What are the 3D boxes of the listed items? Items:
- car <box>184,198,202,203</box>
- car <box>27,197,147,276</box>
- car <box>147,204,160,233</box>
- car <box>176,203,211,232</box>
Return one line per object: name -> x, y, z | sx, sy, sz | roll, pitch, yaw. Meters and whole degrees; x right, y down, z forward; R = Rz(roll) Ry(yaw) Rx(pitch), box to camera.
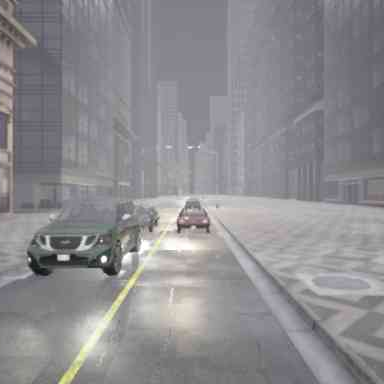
car -> 0.106, 1.453, 40.362 | 1.837, 1.490, 4.892 | 0, 1, 0
car -> -3.028, 1.211, 10.658 | 2.150, 2.045, 5.566 | 0, 0, 1
car -> -2.993, 1.469, 19.609 | 2.128, 1.511, 4.902 | 0, 0, 0
car -> 0.085, 1.578, 19.776 | 1.895, 1.301, 4.718 | 0, 0, 0
